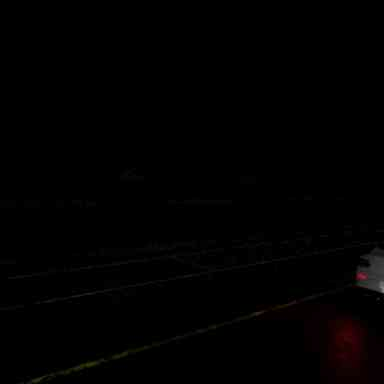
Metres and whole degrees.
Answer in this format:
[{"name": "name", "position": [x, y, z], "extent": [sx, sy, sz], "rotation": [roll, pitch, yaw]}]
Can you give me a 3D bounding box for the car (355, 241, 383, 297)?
[{"name": "car", "position": [5.402, 1.524, 7.283], "extent": [4.674, 1.442, 1.812], "rotation": [0, 0, -35]}]
